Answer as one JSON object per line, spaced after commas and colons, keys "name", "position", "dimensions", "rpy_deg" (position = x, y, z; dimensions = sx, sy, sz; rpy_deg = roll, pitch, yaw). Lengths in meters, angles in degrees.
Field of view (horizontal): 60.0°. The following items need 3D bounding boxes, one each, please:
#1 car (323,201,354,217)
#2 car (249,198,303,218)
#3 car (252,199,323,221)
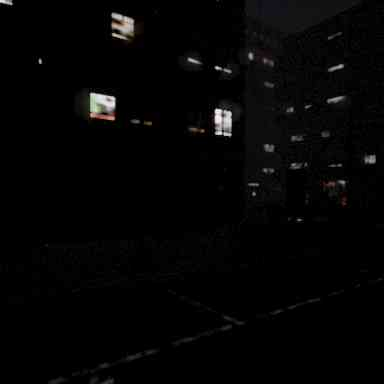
{"name": "car", "position": [11.258, 1.395, 28.733], "dimensions": [1.895, 1.301, 4.718], "rpy_deg": [0, 1, -37]}
{"name": "car", "position": [7.192, 1.321, 28.757], "dimensions": [1.994, 1.385, 4.181], "rpy_deg": [0, 1, -36]}
{"name": "car", "position": [6.949, 1.348, 24.715], "dimensions": [2.008, 1.369, 4.403], "rpy_deg": [1, 0, -36]}
